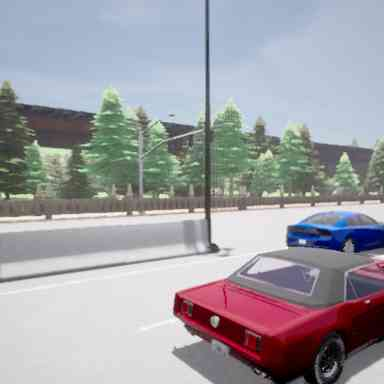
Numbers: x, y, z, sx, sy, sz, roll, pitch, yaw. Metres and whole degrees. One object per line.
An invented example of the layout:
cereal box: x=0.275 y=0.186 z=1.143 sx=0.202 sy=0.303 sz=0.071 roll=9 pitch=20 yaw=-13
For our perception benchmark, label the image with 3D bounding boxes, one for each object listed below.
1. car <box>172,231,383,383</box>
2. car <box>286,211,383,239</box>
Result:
car: x=2.144 y=1.580 z=5.279 sx=4.718 sy=1.301 sz=1.895 roll=0 pitch=0 yaw=-35
car: x=5.515 y=1.421 z=11.982 sx=5.008 sy=1.535 sz=1.882 roll=0 pitch=0 yaw=-36
